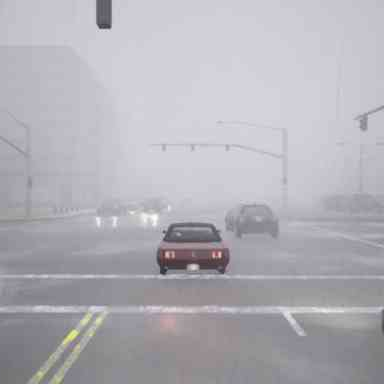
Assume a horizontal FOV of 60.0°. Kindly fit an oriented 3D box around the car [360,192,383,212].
[{"bbox_3d":[19.498,1.225,37.316,1.905,1.878,3.866,0,0,0],"label":"car"}]

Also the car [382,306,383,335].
[{"bbox_3d":[3.596,1.510,2.738,1.837,1.490,4.892,0,0,0],"label":"car"}]

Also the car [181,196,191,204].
[{"bbox_3d":[-1.160,1.646,65.652,1.812,1.442,4.674,0,0,0],"label":"car"}]

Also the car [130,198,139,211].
[{"bbox_3d":[-8.081,1.557,43.132,1.882,1.535,5.008,0,0,0],"label":"car"}]

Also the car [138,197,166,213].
[{"bbox_3d":[-4.553,1.563,38.729,2.128,1.511,4.902,0,0,0],"label":"car"}]

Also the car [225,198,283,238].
[{"bbox_3d":[3.117,1.386,18.181,2.097,1.767,4.553,0,0,-3],"label":"car"}]

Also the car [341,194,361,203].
[{"bbox_3d":[33.419,1.283,69.991,1.932,1.855,4.605,0,0,0],"label":"car"}]

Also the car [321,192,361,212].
[{"bbox_3d":[16.603,1.223,37.359,1.932,1.855,4.605,0,0,0],"label":"car"}]

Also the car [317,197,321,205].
[{"bbox_3d":[22.133,1.497,54.793,1.970,1.475,3.806,0,0,0],"label":"car"}]

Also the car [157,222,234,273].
[{"bbox_3d":[-0.013,1.621,10.677,1.895,1.301,4.718,0,0,-1],"label":"car"}]

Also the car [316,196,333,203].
[{"bbox_3d":[27.840,1.524,69.918,1.970,1.475,3.806,0,0,0],"label":"car"}]

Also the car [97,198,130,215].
[{"bbox_3d":[-8.085,1.415,33.962,2.097,1.767,4.553,0,0,1],"label":"car"}]

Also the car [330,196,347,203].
[{"bbox_3d":[30.735,1.493,69.929,1.784,1.438,3.905,0,0,0],"label":"car"}]

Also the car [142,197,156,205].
[{"bbox_3d":[-8.141,1.680,63.150,1.994,1.385,4.181,0,0,0],"label":"car"}]

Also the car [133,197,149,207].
[{"bbox_3d":[-8.108,1.623,53.138,1.812,1.442,4.674,0,0,0],"label":"car"}]

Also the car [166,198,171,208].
[{"bbox_3d":[-4.604,1.440,47.771,2.097,1.767,4.553,0,0,0],"label":"car"}]

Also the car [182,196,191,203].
[{"bbox_3d":[-1.237,1.617,75.849,1.882,1.535,5.008,0,0,0],"label":"car"}]
